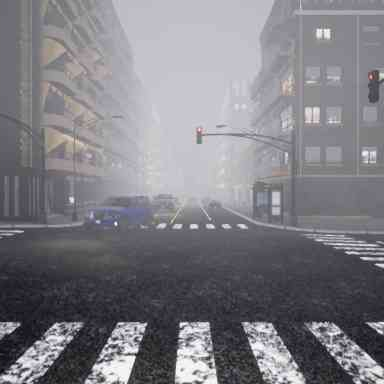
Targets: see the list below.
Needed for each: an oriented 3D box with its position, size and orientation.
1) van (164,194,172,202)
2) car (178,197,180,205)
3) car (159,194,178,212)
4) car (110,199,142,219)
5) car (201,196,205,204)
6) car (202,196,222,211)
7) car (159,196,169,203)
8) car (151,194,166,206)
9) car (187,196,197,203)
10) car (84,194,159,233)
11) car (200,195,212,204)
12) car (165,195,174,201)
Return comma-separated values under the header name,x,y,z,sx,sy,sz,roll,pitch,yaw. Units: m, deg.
name,x,y,z,sx,sy,sz,roll,pitch,yaw
van,-5.753,1.337,79.889,1.690,1.788,3.998,0,0,0
car,-3.097,1.504,58.407,1.837,1.490,4.892,0,-1,0
car,-3.131,1.219,38.318,2.150,2.045,5.566,0,0,0
car,-5.715,1.438,29.140,1.967,1.590,4.097,0,0,0
car,2.653,1.542,46.057,1.887,1.381,4.507,0,0,0
car,2.657,1.548,40.419,2.008,1.369,4.403,0,0,0
car,-5.744,1.522,68.441,1.752,1.417,4.829,0,0,0
car,-5.737,1.312,57.333,2.192,1.841,5.009,0,0,0
car,0.046,1.561,69.642,1.994,1.385,4.181,0,0,0
car,-4.191,1.220,20.145,2.150,2.045,5.566,1,0,16
car,2.640,1.437,62.974,1.967,1.590,4.097,0,0,0
car,-5.757,1.546,85.528,2.008,1.369,4.403,0,0,0
